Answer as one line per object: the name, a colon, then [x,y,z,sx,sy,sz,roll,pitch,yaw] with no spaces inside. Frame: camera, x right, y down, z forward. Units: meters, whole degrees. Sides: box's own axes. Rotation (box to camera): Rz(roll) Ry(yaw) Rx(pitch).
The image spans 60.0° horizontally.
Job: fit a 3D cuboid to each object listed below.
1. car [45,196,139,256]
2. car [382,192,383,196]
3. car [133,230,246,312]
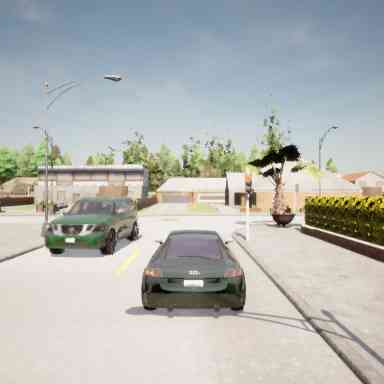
car: [-3.746,1.221,13.598,2.150,2.045,5.566,0,0,5]
car: [37.875,0.973,64.998,1.905,1.878,3.866,0,0,0]
car: [0.042,1.564,7.790,1.994,1.385,4.181,0,0,0]
